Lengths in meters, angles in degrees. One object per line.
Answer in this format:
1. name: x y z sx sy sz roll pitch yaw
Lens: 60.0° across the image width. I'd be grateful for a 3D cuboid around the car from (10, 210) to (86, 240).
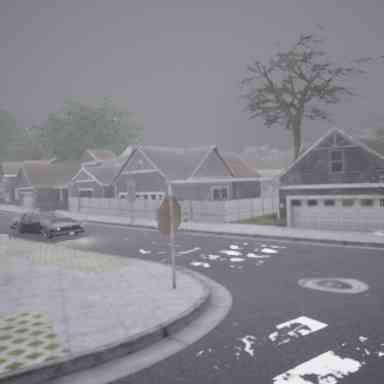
1. car: -8.319 1.739 18.848 5.357 1.411 2.033 0 3 38
